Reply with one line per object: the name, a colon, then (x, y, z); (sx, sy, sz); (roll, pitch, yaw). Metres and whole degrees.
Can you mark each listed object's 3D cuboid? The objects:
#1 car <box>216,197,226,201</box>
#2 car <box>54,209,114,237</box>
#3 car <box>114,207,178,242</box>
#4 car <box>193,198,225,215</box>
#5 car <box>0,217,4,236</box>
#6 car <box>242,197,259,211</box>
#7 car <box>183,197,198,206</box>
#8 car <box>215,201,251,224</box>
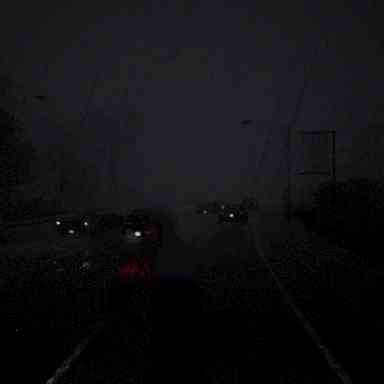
car: (4.763, 1.622, 58.700); (1.994, 1.385, 4.181); (0, 0, 17)
car: (-5.461, 1.597, 18.175); (1.895, 1.301, 4.718); (0, 0, 9)
car: (-1.943, 1.513, 16.435); (1.837, 1.490, 4.892); (0, 0, 8)
car: (1.838, 1.636, 34.899); (1.895, 1.301, 4.718); (0, 0, 14)
car: (-9.672, 1.457, 13.007); (1.882, 1.535, 5.008); (0, 0, 7)
car: (7.224, 1.414, 41.411); (2.097, 1.767, 4.553); (0, 0, 15)
car: (0.051, 1.583, 55.123); (2.033, 1.411, 5.357); (0, 0, 17)
car: (3.142, 1.598, 24.942); (1.994, 1.385, 4.181); (0, 0, 12)
